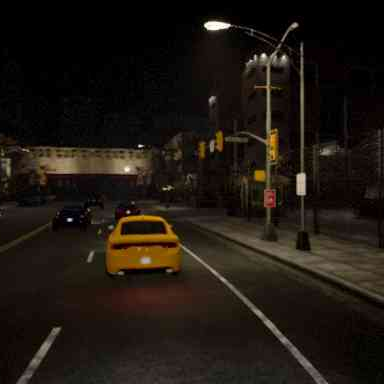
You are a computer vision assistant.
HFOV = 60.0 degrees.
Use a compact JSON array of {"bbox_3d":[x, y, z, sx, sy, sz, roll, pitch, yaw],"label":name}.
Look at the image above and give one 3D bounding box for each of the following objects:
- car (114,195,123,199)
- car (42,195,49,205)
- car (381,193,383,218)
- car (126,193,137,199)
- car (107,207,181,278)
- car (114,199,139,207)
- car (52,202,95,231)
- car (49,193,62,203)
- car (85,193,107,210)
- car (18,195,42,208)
[{"bbox_3d":[-16.598,1.463,75.461,1.994,1.385,4.181,0,0,-12],"label":"car"},{"bbox_3d":[-25.911,1.328,55.699,2.185,1.767,4.553,0,0,-13],"label":"car"},{"bbox_3d":[14.214,1.167,24.739,2.185,1.767,4.553,0,0,-13],"label":"car"},{"bbox_3d":[-14.584,1.489,80.937,1.895,1.301,4.718,0,0,-13],"label":"car"},{"bbox_3d":[-1.550,1.463,10.273,1.882,1.535,5.008,0,0,-11],"label":"car"},{"bbox_3d":[-5.365,1.529,27.620,1.994,1.385,4.181,0,0,-13],"label":"car"},{"bbox_3d":[-7.388,1.547,20.804,1.994,1.385,4.181,0,0,-13],"label":"car"},{"bbox_3d":[-28.325,1.443,66.200,2.231,1.521,4.892,0,0,-3],"label":"car"},{"bbox_3d":[-12.508,1.179,42.879,2.150,2.045,5.566,0,0,-13],"label":"car"},{"bbox_3d":[-24.315,1.460,49.473,2.097,1.535,5.008,0,0,-13],"label":"car"}]
